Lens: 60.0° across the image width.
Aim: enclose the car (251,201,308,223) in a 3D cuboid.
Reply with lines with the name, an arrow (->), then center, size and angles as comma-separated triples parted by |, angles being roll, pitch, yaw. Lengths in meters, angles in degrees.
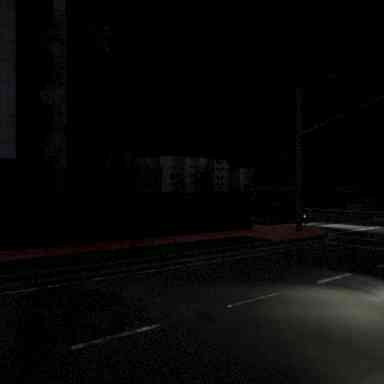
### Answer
car -> 6.688, 1.492, 26.003 | 2.128, 1.511, 4.902 | 0, 0, -36
